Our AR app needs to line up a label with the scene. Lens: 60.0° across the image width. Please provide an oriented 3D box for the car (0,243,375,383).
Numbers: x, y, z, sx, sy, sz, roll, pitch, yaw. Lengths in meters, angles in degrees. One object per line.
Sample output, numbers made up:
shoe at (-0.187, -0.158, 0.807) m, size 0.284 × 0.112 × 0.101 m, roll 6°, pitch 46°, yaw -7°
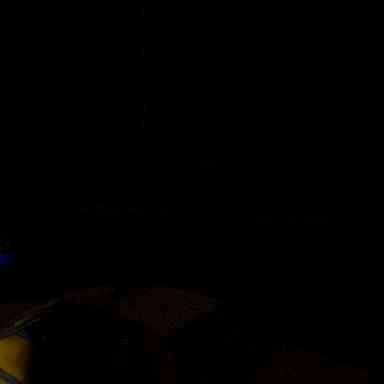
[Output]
car at (-0.797, 1.516, 3.391) m, size 4.829 × 1.417 × 1.752 m, roll 0°, pitch -1°, yaw 35°

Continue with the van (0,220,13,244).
van at (-5.093, 1.311, 6.457) m, size 3.998 × 1.788 × 1.690 m, roll 0°, pitch -1°, yaw 35°
